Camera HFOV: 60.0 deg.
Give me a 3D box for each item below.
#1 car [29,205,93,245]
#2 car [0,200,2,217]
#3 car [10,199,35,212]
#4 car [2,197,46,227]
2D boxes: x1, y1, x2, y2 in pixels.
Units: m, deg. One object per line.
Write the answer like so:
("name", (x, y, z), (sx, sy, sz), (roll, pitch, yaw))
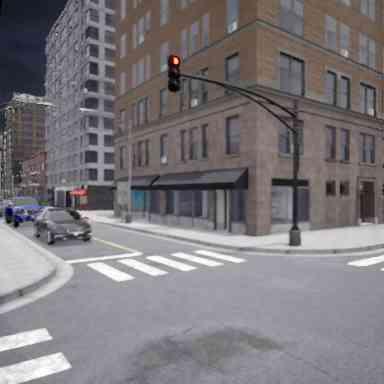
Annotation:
("car", (-6.446, 1.603, 16.449), (1.837, 1.490, 4.892), (0, -1, -36))
("car", (-18.240, 1.537, 32.975), (2.097, 1.767, 4.553), (0, -1, -35))
("car", (-22.320, 1.745, 43.727), (2.128, 1.511, 4.902), (0, -1, -36))
("car", (-12.265, 1.362, 24.596), (2.150, 2.045, 5.566), (0, -1, -36))
